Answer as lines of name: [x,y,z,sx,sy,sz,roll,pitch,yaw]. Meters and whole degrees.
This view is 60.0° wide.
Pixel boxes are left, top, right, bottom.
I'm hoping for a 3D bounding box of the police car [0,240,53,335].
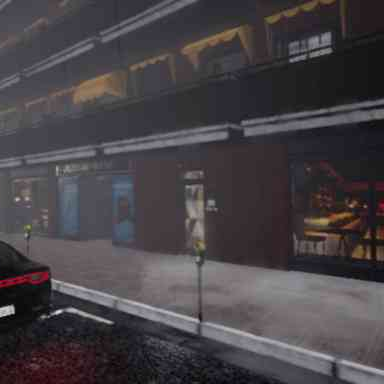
police car: [-4.635,1.474,6.169,5.238,1.638,1.930,-1,0,38]
